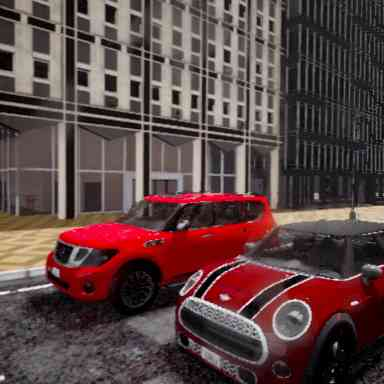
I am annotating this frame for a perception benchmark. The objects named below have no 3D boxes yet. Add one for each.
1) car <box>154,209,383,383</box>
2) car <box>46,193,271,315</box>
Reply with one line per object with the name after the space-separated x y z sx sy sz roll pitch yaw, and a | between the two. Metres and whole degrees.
1.946 1.285 5.205 4.553 1.767 2.097 0 1 -40 | car
-0.254 1.061 7.596 5.566 2.045 2.150 0 1 -40 | car
